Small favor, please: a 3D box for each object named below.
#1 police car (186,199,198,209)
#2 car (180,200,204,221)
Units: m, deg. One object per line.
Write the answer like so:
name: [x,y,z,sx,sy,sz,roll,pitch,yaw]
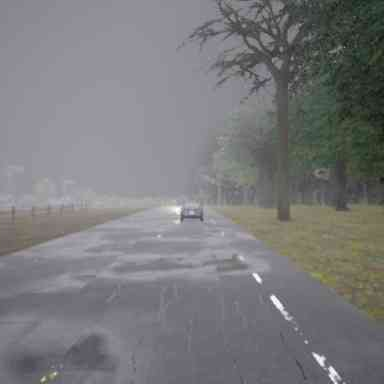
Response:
police car: [-0.013,2.153,58.550,1.930,1.638,5.238,0,-2,0]
car: [0.004,1.740,29.367,2.163,1.488,4.792,0,-1,0]
